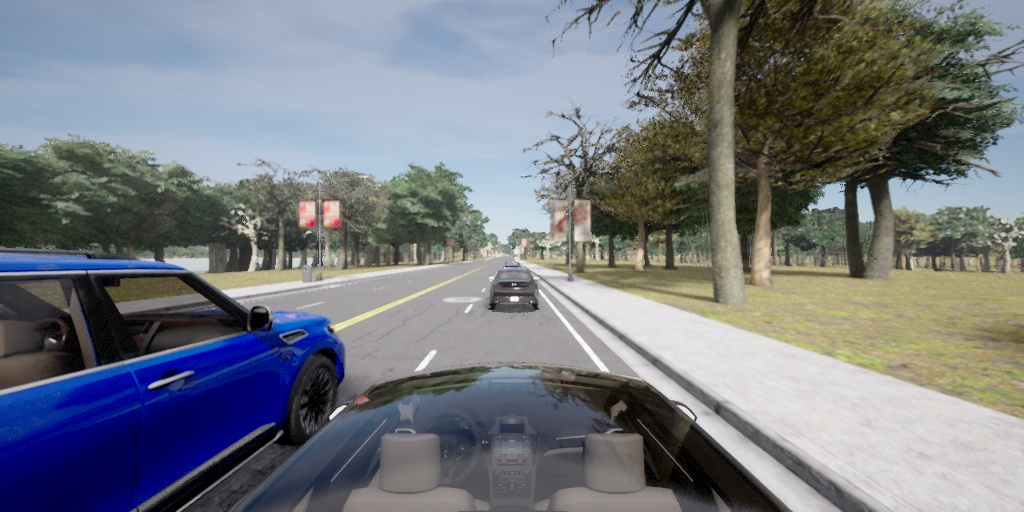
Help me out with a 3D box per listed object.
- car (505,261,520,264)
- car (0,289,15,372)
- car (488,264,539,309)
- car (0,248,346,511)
[{"bbox_3d":[-0.004,1.250,33.652,2.128,1.511,4.902,0,0,0],"label":"car"},{"bbox_3d":[-9.848,1.298,3.686,2.033,1.411,5.357,0,0,0],"label":"car"},{"bbox_3d":[0.078,1.256,14.934,1.837,1.490,4.892,0,0,0],"label":"car"},{"bbox_3d":[-3.152,0.972,2.124,2.150,2.045,5.566,0,0,0],"label":"car"}]
